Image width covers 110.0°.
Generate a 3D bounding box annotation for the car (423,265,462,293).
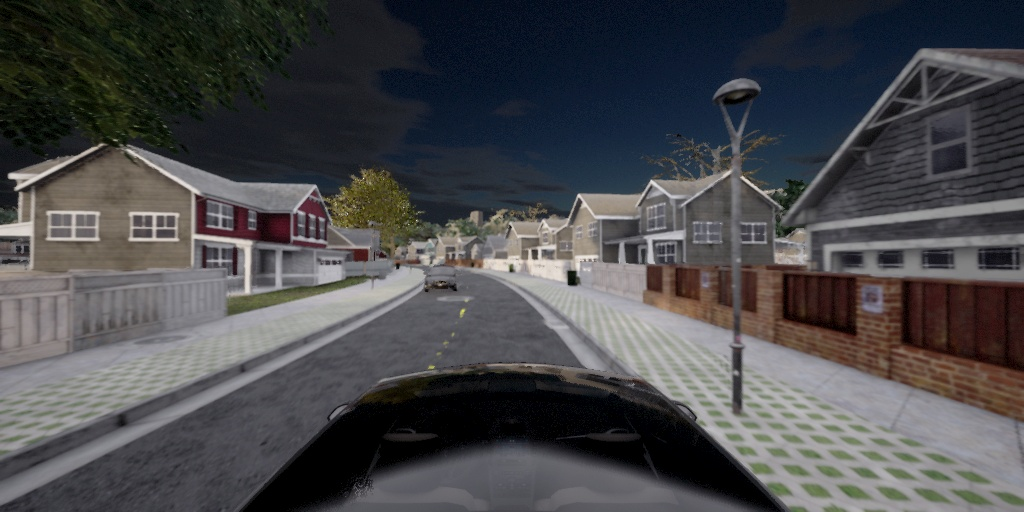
[{"bbox_3d":[-4.175,1.321,21.743,1.837,1.490,4.892,0,0,-7],"label":"car"}]
